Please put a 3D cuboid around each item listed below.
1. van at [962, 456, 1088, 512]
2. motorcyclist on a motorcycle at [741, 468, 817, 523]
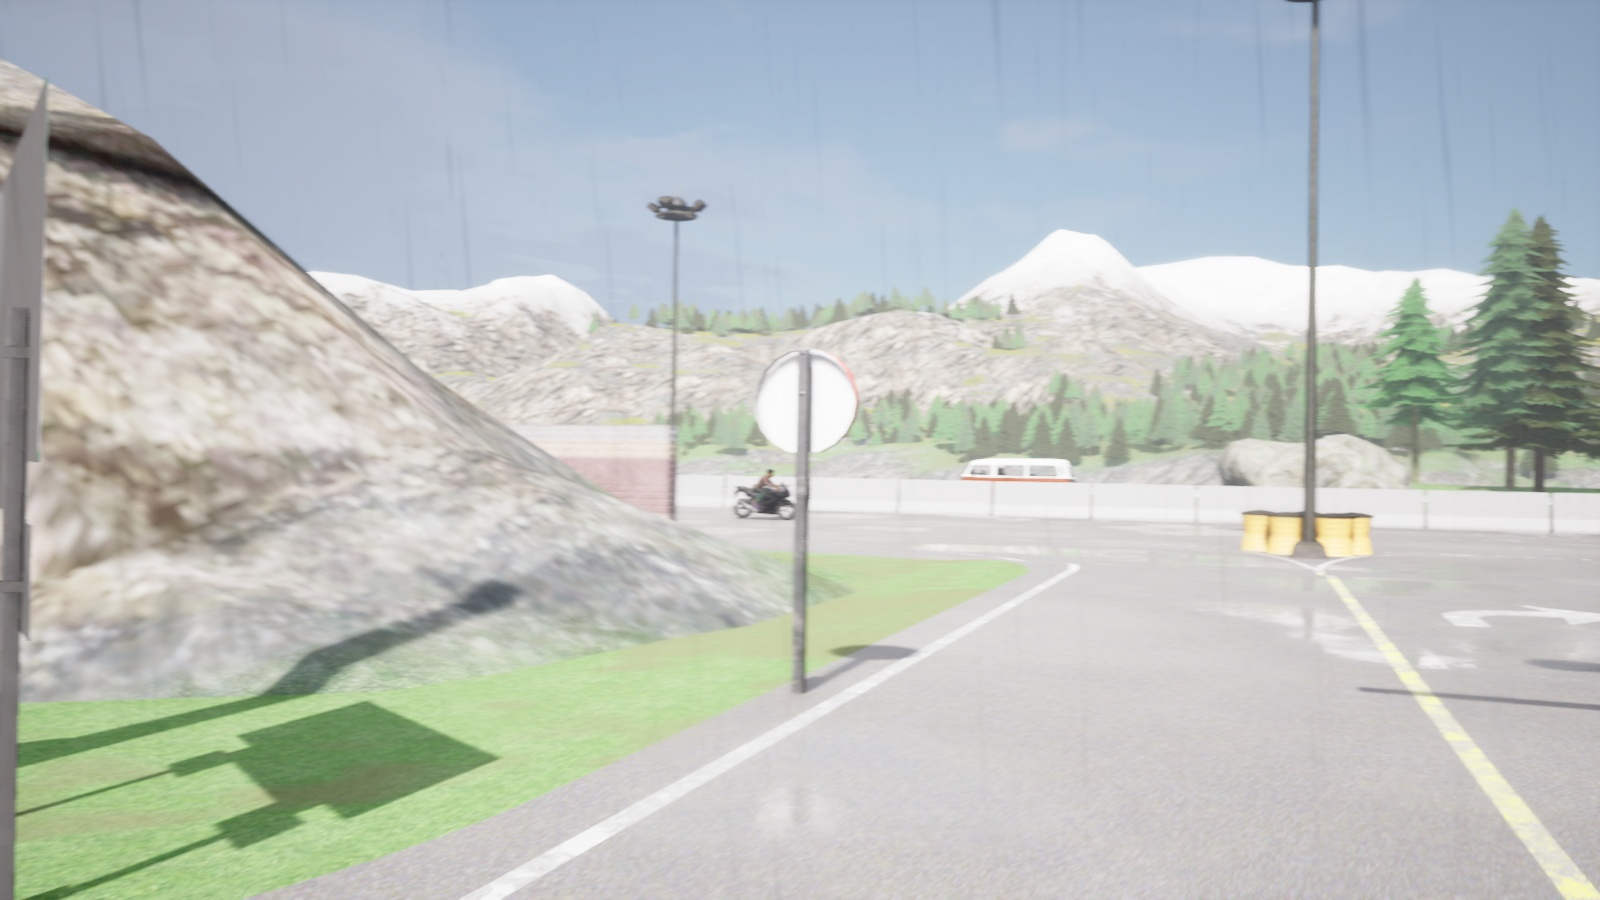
[{"bbox_3d":[8.702,1.291,48.603,4.480,2.038,2.069,1,-1,20],"label":"van"},{"bbox_3d":[-0.625,1.328,37.134,2.044,1.523,0.797,2,0,20],"label":"motorcyclist on a motorcycle"}]
